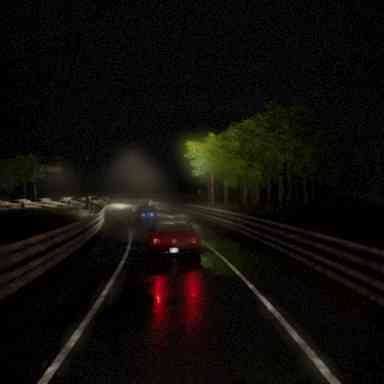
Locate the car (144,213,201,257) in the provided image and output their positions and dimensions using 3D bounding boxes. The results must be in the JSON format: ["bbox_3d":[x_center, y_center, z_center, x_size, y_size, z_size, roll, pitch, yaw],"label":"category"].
[{"bbox_3d":[-0.886,1.746,13.703,1.895,1.301,4.718,0,-1,-7],"label":"car"}]

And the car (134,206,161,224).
[{"bbox_3d":[-3.789,1.854,28.155,2.033,1.411,5.357,0,-1,-15],"label":"car"}]
